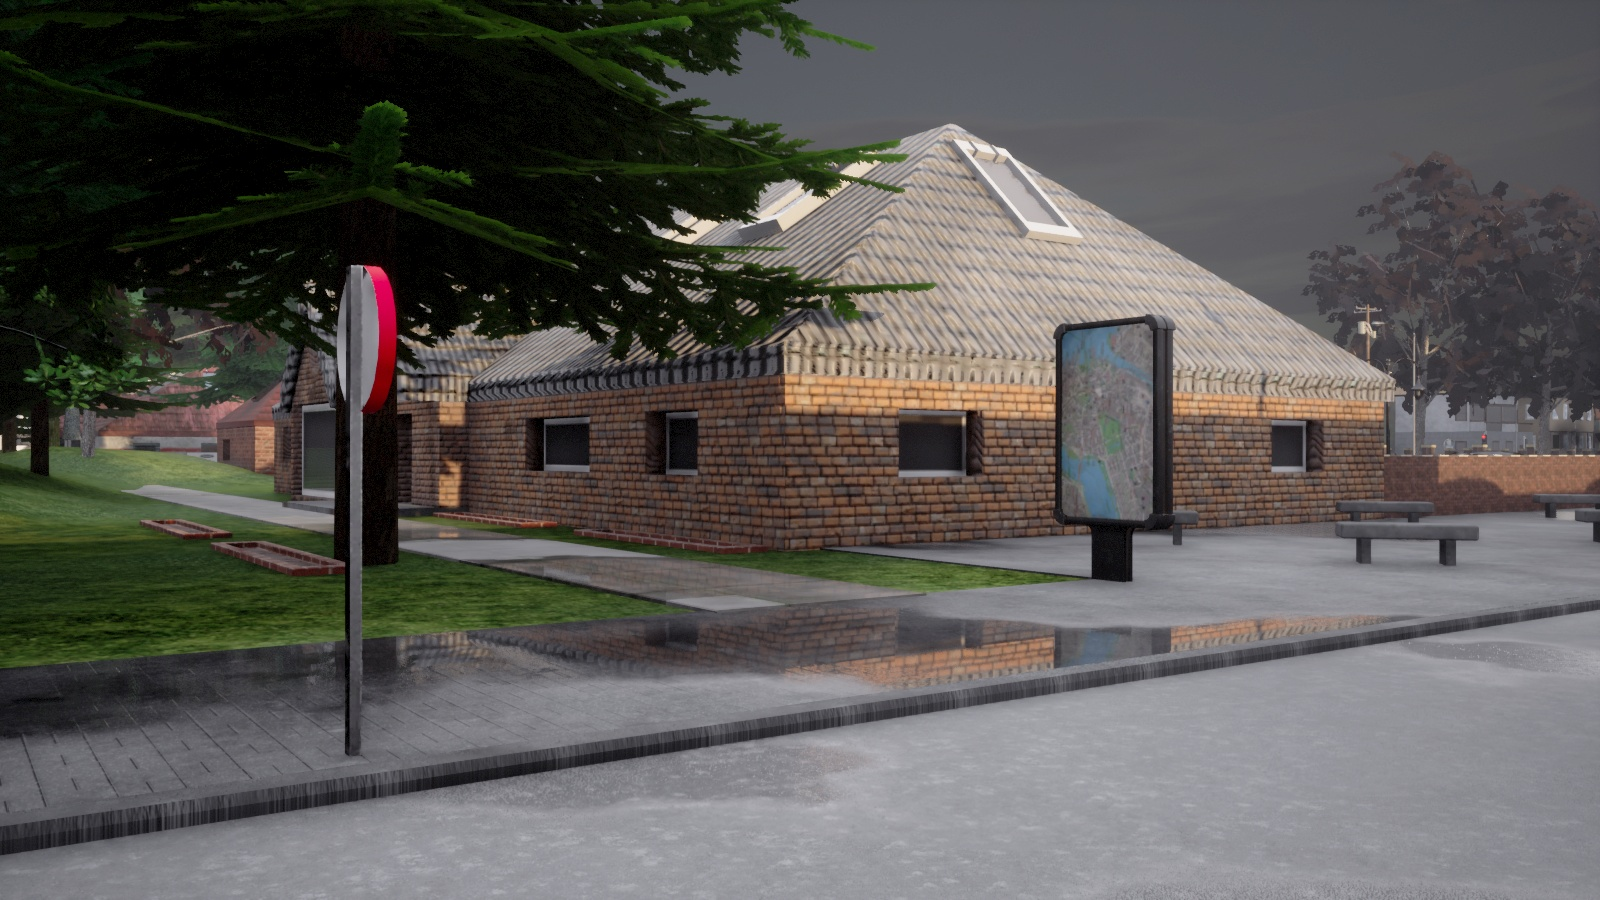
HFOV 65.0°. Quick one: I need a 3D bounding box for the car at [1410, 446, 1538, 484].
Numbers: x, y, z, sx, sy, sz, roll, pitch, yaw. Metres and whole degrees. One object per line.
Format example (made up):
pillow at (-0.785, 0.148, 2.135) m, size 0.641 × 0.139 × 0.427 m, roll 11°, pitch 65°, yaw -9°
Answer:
car at (30.707, 0.664, 57.341) m, size 2.242 × 1.667 × 4.611 m, roll 0°, pitch 0°, yaw -37°
